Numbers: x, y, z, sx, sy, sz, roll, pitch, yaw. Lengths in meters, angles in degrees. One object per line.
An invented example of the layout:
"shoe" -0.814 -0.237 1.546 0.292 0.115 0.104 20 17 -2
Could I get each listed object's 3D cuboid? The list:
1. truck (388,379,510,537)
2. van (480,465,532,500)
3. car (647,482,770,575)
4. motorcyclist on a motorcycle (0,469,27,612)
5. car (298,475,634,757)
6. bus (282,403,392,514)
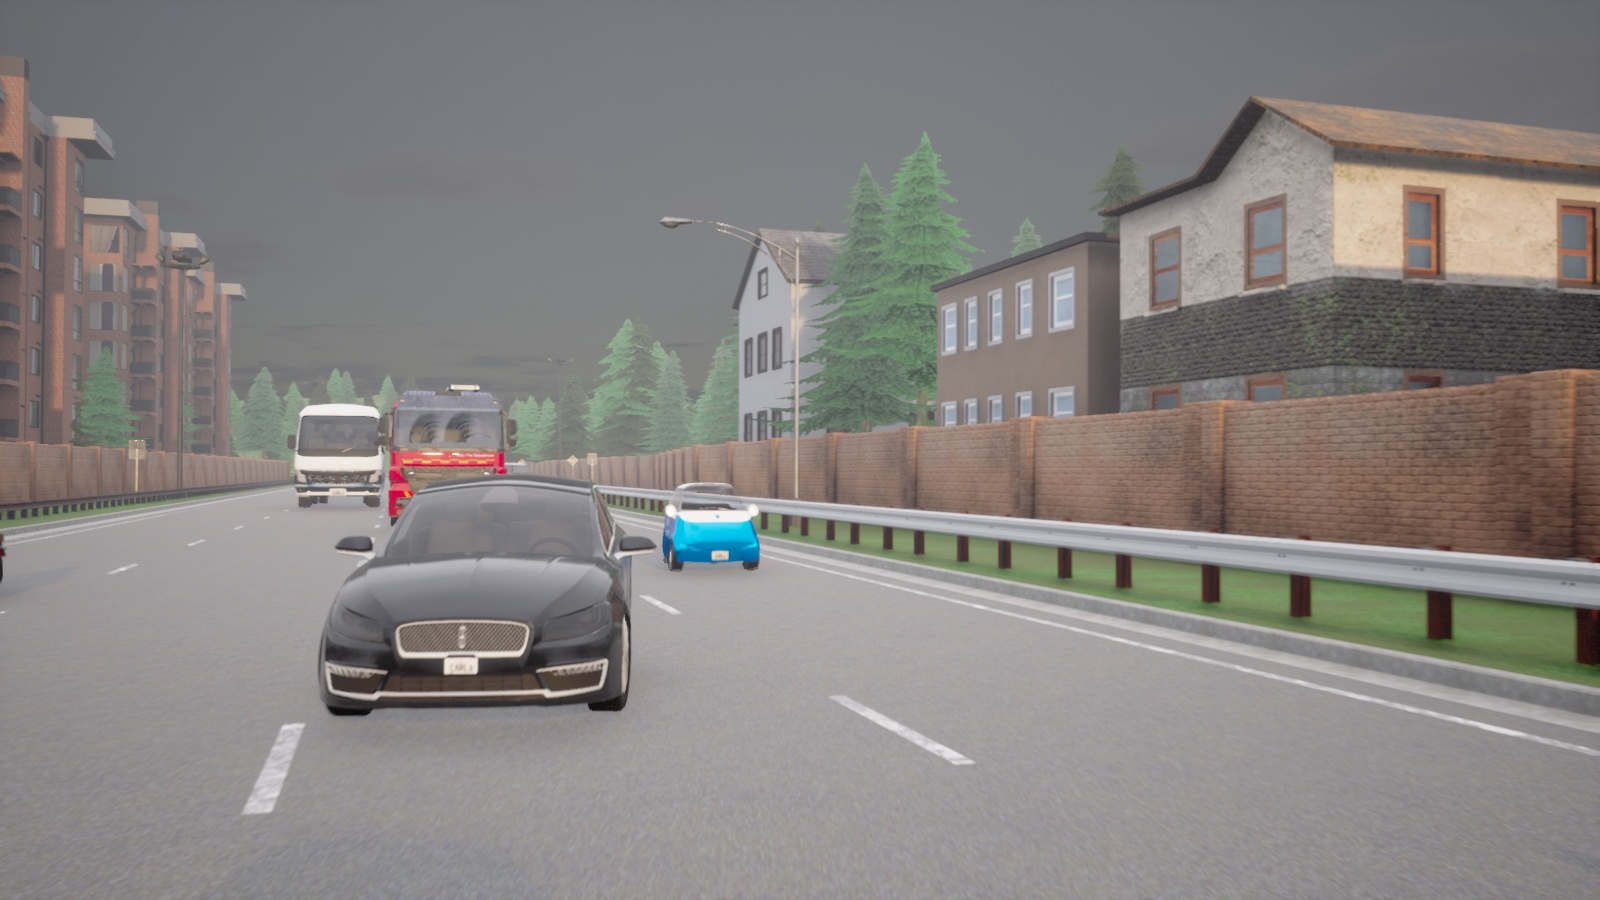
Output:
"truck" -9.876 0.275 34.870 2.891 3.827 8.468 0 -1 -18
"van" -17.113 1.867 73.326 1.775 1.987 4.442 0 -1 3
"car" -1.498 1.212 20.083 1.481 1.376 2.207 0 -1 -18
"motorcyclist on a motorcycle" -9.586 1.036 13.843 0.766 1.649 2.350 0 -1 -2
"car" -2.221 0.986 9.631 1.837 1.490 4.892 0 0 -7
"bus" -19.464 0.413 53.453 3.944 4.253 10.273 0 -1 -18
